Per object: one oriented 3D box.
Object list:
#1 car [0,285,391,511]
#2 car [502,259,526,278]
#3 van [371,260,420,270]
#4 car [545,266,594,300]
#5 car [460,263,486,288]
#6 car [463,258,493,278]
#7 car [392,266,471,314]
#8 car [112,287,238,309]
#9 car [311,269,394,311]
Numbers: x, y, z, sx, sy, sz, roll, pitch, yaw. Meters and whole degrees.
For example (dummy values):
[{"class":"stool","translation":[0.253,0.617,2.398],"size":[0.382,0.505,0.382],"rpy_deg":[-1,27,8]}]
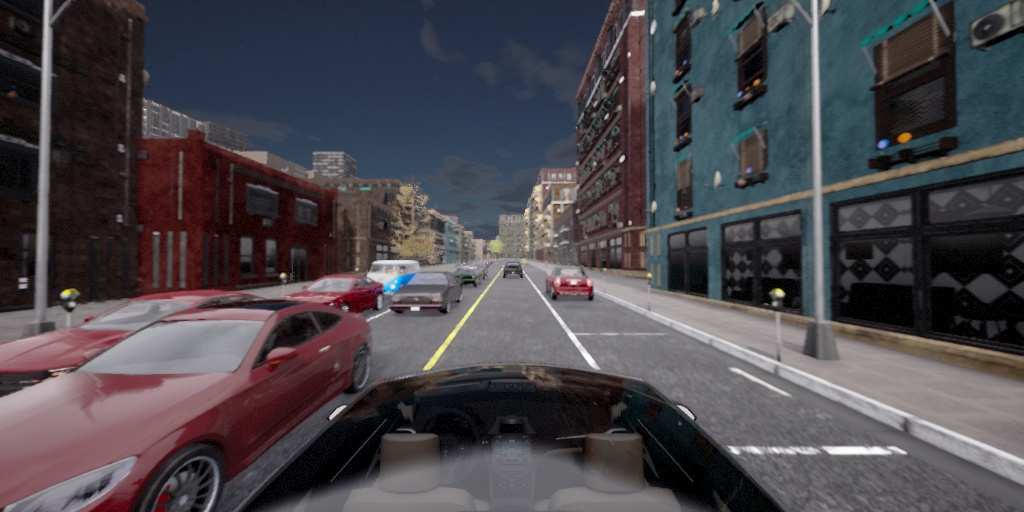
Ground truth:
[{"class":"car","translation":[-3.091,1.277,3.978],"size":[1.812,1.442,4.674],"rpy_deg":[0,0,0]},{"class":"car","translation":[0.095,1.274,34.903],"size":[1.837,1.490,4.892],"rpy_deg":[0,0,0]},{"class":"van","translation":[-5.692,1.100,17.571],"size":[1.690,1.789,3.998],"rpy_deg":[0,0,0]},{"class":"car","translation":[2.688,1.198,17.633],"size":[1.967,1.591,4.097],"rpy_deg":[0,0,0]},{"class":"car","translation":[-3.076,1.364,24.343],"size":[1.895,1.301,4.718],"rpy_deg":[0,0,0]},{"class":"car","translation":[-3.005,1.098,30.263],"size":[2.128,1.511,4.902],"rpy_deg":[0,0,0]},{"class":"car","translation":[-3.086,1.305,14.127],"size":[2.033,1.411,5.357],"rpy_deg":[0,0,0]},{"class":"car","translation":[-5.767,1.298,6.202],"size":[1.888,1.381,4.507],"rpy_deg":[0,0,0]},{"class":"car","translation":[-5.692,1.301,11.884],"size":[1.888,1.381,4.507],"rpy_deg":[0,0,0]}]
